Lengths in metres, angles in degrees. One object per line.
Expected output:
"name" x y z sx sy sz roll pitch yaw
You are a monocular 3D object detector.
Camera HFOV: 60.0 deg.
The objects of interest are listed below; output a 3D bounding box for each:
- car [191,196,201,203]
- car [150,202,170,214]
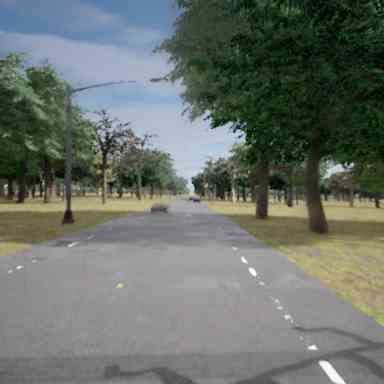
"car" 1.202 2.032 82.463 1.837 1.490 4.892 0 0 0
"car" -3.603 1.805 38.119 1.895 1.301 4.718 0 0 0
